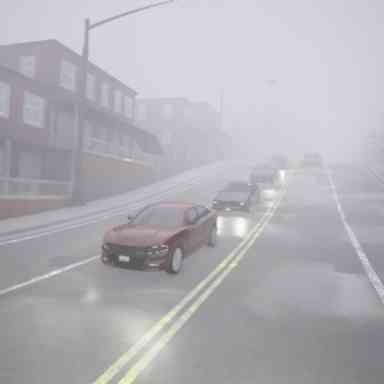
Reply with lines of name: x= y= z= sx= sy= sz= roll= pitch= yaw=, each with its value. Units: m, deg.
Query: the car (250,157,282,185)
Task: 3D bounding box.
car: x=6.135 y=-1.698 z=28.123 sx=1.882 sy=1.535 sz=5.008 roll=3 pitch=12 yaw=20

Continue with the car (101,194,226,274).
car: x=-0.650 y=1.042 z=9.682 sx=1.882 sy=1.535 sz=5.008 roll=3 pitch=5 yaw=20

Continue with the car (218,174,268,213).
car: x=2.713 y=0.103 z=18.897 sx=2.033 sy=1.411 sz=5.357 roll=3 pitch=9 yaw=20

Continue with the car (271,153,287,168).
car: x=9.717 y=-3.630 z=37.684 sx=1.837 sy=1.490 sz=4.892 roll=3 pitch=12 yaw=20

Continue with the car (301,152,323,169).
car: x=13.224 y=-3.649 z=36.650 sx=2.097 sy=1.767 sz=4.553 roll=3 pitch=12 yaw=20

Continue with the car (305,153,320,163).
car: x=17.344 y=-4.856 z=47.984 sx=1.895 sy=1.301 sz=4.718 roll=2 pitch=4 yaw=20
